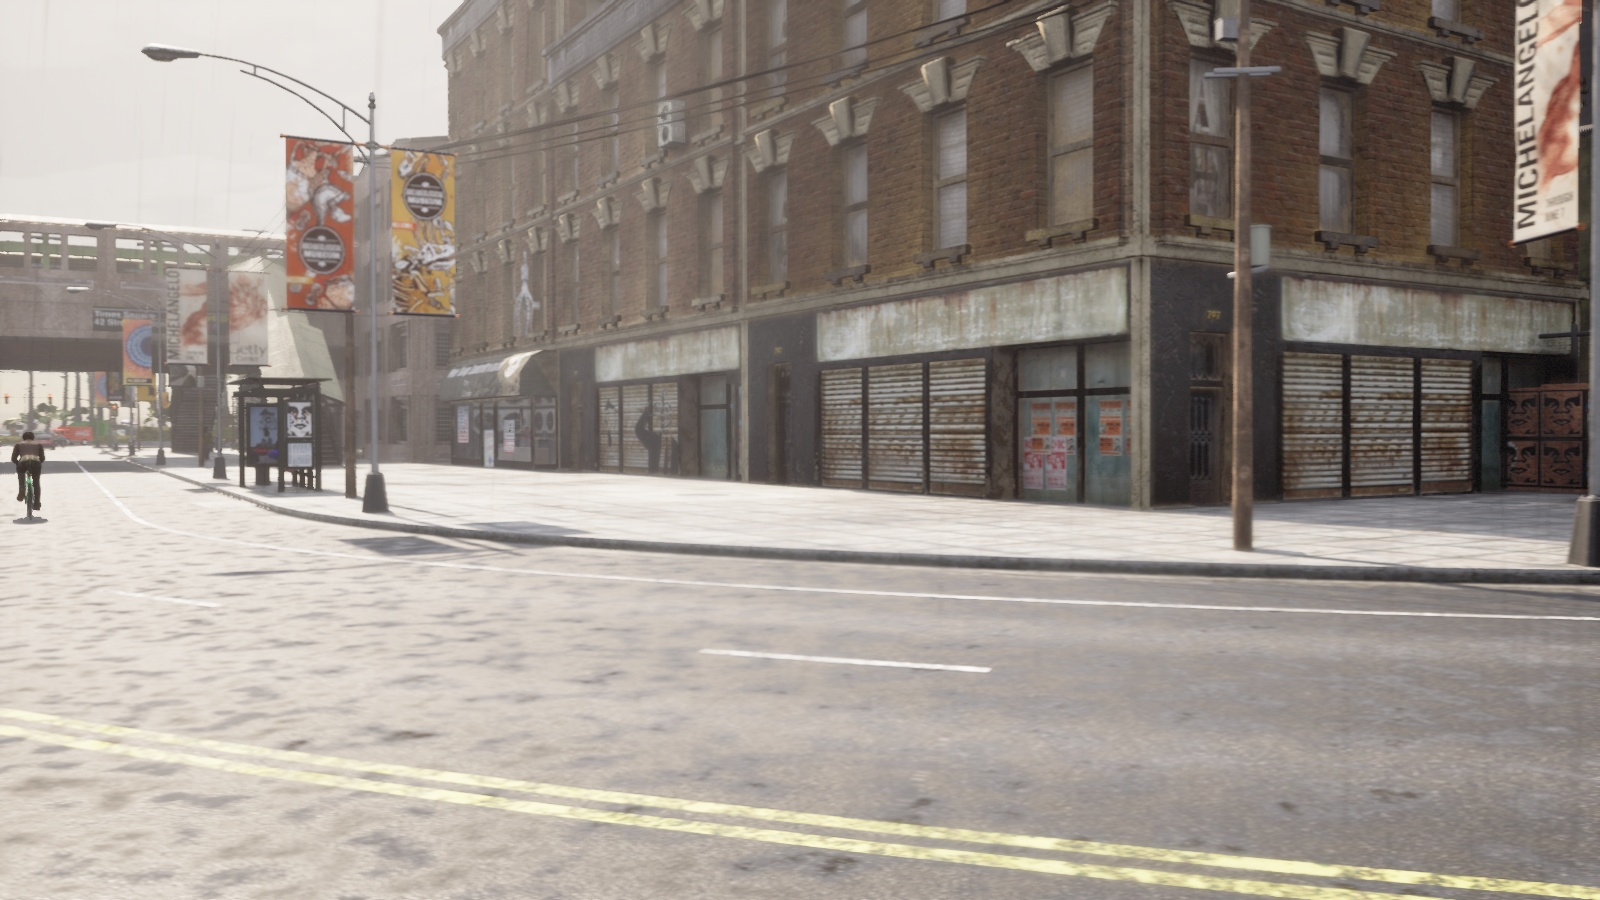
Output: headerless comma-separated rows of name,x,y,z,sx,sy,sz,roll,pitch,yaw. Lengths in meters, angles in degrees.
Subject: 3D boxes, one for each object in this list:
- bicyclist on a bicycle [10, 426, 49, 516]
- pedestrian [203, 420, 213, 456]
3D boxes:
bicyclist on a bicycle,-14.410,0.368,23.463,0.582,1.620,1.656,0,1,-33
pedestrian,-30.407,-0.612,64.525,0.431,1.840,0.709,0,1,-29
